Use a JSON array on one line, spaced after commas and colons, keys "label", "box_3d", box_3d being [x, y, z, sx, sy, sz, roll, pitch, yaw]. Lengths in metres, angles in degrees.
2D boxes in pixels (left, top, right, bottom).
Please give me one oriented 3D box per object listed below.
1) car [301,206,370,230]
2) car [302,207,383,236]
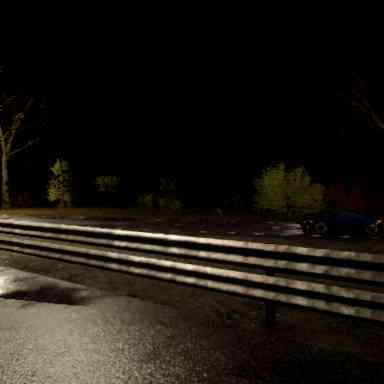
[{"label": "car", "box_3d": [9.851, 1.738, 23.132, 4.181, 1.385, 1.994, 0, 0, 16]}, {"label": "car", "box_3d": [8.903, 1.751, 19.766, 4.181, 1.385, 1.994, 0, 0, 16]}]
